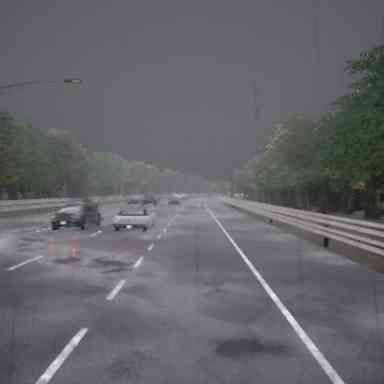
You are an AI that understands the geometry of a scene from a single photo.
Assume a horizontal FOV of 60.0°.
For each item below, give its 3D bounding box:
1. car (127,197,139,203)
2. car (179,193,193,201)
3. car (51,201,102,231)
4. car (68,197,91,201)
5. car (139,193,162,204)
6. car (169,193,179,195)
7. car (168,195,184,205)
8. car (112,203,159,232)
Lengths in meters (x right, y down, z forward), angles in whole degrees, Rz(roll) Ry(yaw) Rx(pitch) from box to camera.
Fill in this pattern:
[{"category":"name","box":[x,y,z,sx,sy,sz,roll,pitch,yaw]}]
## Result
[{"category":"car","box":[-9.929,1.533,58.075,1.895,1.301,4.718,0,0,1]},{"category":"car","box":[-1.507,1.556,85.008,2.033,1.411,5.357,0,0,5]},{"category":"car","box":[-6.849,1.473,20.041,1.812,1.442,4.674,0,0,1]},{"category":"car","box":[-10.242,1.274,31.015,2.097,1.767,4.553,0,0,1]},{"category":"car","box":[-6.513,1.180,53.090,2.150,2.045,5.566,0,0,1]},{"category":"car","box":[-5.017,1.527,85.005,2.033,1.411,5.357,0,0,5]},{"category":"car","box":[-2.931,1.592,58.007,1.895,1.301,4.718,0,0,1]},{"category":"car","box":[-3.351,1.577,20.026,1.895,1.301,4.718,0,0,1]}]
